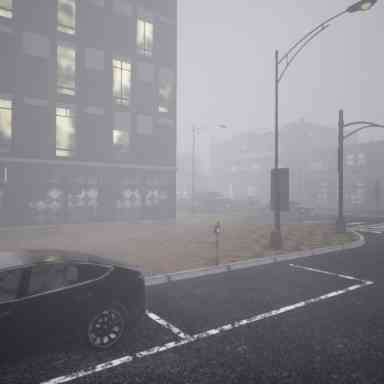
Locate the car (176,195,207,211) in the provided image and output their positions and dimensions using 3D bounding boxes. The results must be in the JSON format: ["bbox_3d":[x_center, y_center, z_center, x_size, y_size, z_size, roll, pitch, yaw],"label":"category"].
[{"bbox_3d":[-0.785,1.231,33.721,1.802,1.307,4.206,1,0,-36],"label":"car"}]

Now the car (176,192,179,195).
[{"bbox_3d":[-0.611,1.101,47.622,2.008,1.369,4.403,1,0,-36],"label":"car"}]

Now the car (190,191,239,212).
[{"bbox_3d":[1.843,0.894,34.512,2.150,2.045,5.566,0,1,-36],"label":"car"}]

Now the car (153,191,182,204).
[{"bbox_3d":[-3.893,0.793,52.088,2.192,1.841,5.009,1,0,-36],"label":"car"}]

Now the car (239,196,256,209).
[{"bbox_3d":[5.966,1.130,38.690,1.967,1.590,4.097,1,0,-36],"label":"car"}]

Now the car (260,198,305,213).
[{"bbox_3d":[9.252,1.340,34.222,1.802,1.307,4.206,1,0,-36],"label":"car"}]

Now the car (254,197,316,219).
[{"bbox_3d":[7.598,1.318,26.690,1.812,1.442,4.674,0,1,-36],"label":"car"}]

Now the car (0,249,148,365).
[{"bbox_3d":[-2.707,1.566,4.623,4.313,1.339,1.947,0,0,-36],"label":"car"}]
